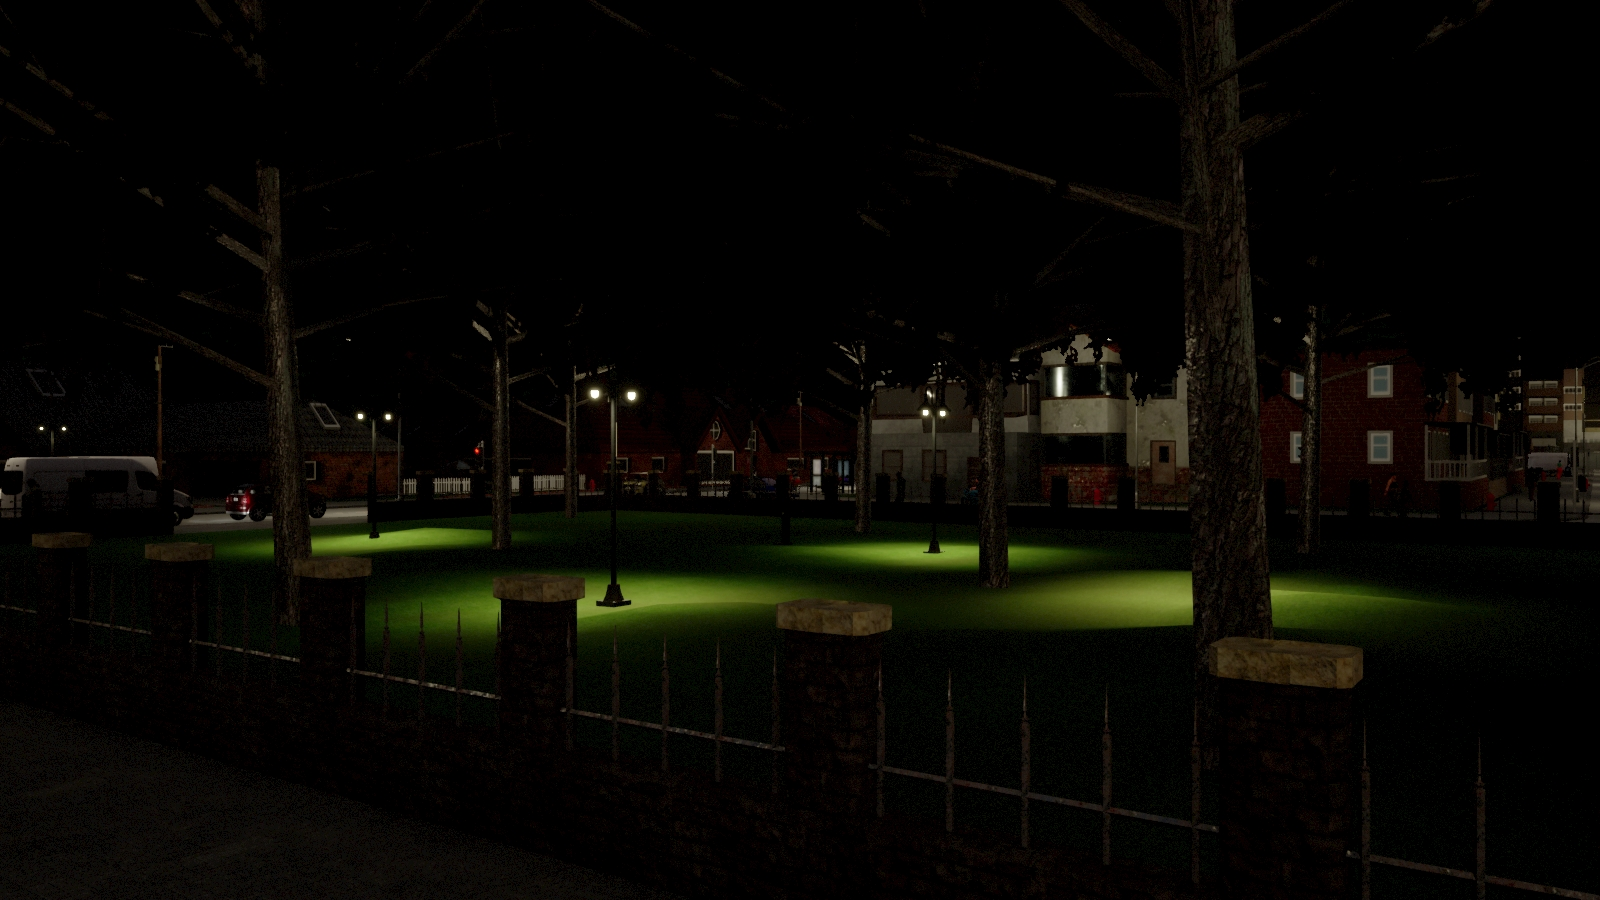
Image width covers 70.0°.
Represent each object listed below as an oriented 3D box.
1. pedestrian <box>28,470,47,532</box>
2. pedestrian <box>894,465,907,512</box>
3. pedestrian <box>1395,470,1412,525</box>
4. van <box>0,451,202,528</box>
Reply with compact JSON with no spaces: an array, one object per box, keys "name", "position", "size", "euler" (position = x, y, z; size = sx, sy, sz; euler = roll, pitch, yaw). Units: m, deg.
[{"name":"pedestrian","position":[-22.918,1.525,34.333],"size":[0.375,1.860,0.375],"euler":[0,0,40]},{"name":"pedestrian","position":[3.977,1.524,45.418],"size":[0.375,1.860,0.375],"euler":[0,0,35]},{"name":"pedestrian","position":[20.830,1.628,39.446],"size":[0.375,1.860,0.375],"euler":[0,0,-22]},{"name":"van","position":[-24.847,1.314,40.778],"size":[1.988,2.561,5.915],"euler":[0,0,36]}]
